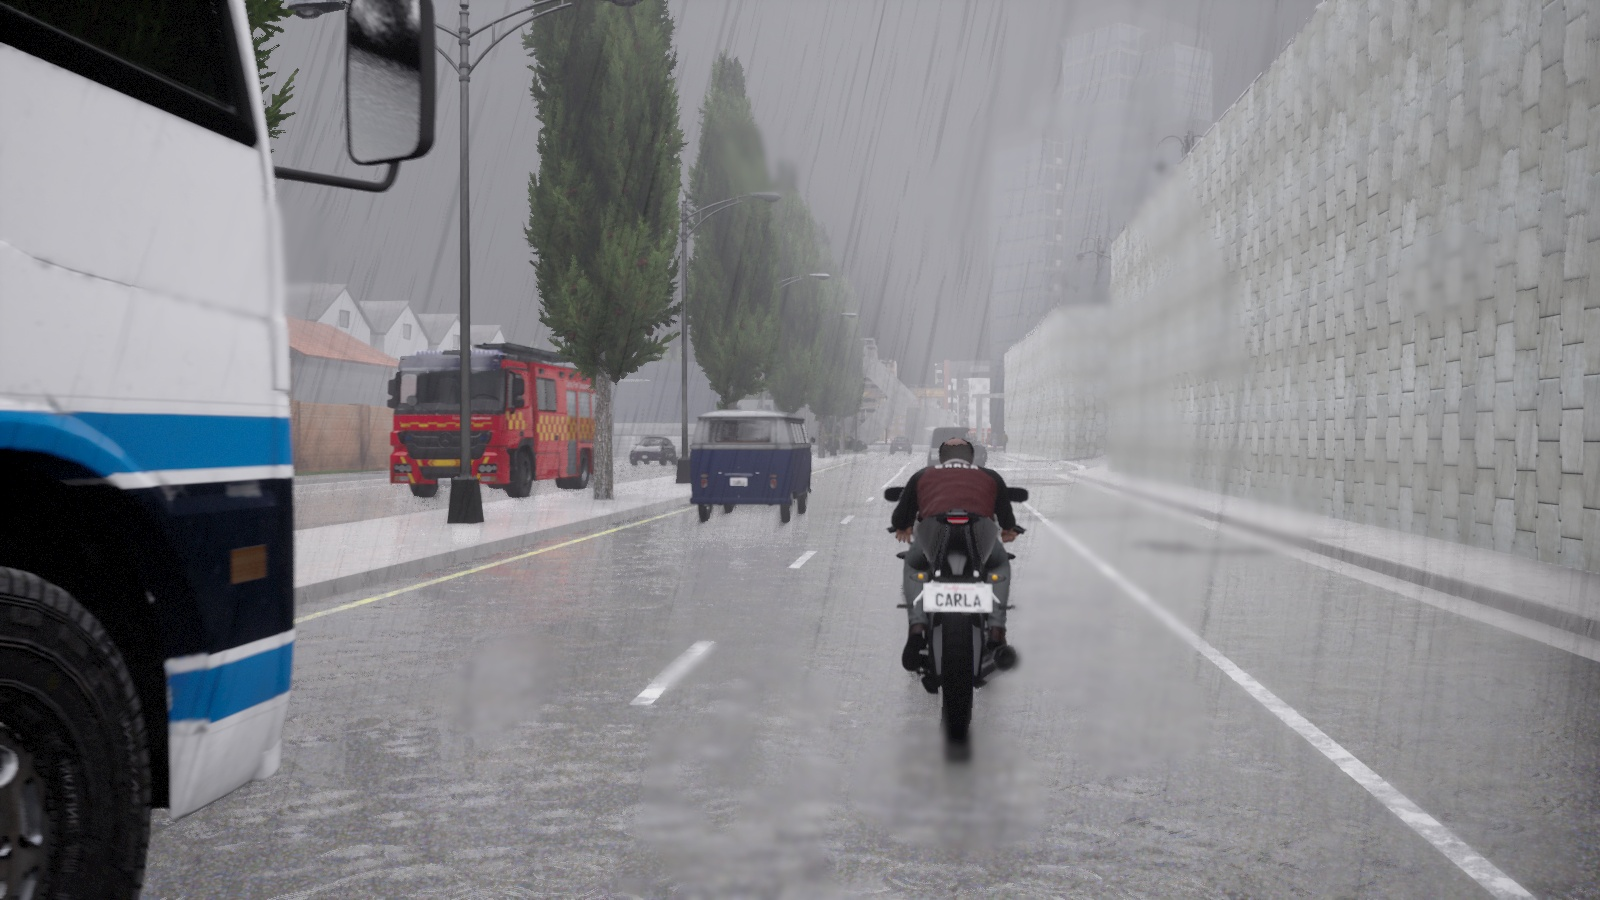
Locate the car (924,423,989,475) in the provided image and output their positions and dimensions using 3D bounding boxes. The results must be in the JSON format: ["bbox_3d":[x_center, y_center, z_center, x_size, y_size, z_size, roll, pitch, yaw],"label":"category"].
[{"bbox_3d":[6.664,-0.080,53.076,1.905,1.878,3.866,-1,4,19],"label":"car"}]

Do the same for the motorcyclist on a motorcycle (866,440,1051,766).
[{"bbox_3d":[0.877,0.711,7.054,0.866,1.530,2.191,0,1,7],"label":"motorcyclist on a motorcycle"}]

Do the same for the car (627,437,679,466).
[{"bbox_3d":[-7.651,0.045,65.577,1.816,1.474,4.193,0,1,6],"label":"car"}]

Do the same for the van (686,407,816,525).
[{"bbox_3d":[-0.799,0.250,23.427,1.775,1.987,4.442,0,1,6],"label":"van"}]

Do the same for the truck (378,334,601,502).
[{"bbox_3d":[-7.781,-0.782,32.935,2.891,3.827,8.468,0,1,7],"label":"truck"}]
